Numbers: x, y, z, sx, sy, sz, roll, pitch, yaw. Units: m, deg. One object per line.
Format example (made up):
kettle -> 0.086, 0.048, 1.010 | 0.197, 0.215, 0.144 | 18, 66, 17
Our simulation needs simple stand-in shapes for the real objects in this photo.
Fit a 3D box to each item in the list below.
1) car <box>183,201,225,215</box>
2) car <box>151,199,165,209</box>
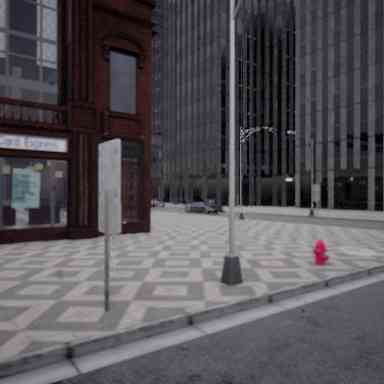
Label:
car -> 1.165, 1.716, 35.764 | 2.033, 1.411, 5.357 | 0, 0, -35
car -> -5.819, 1.748, 51.011 | 1.812, 1.442, 4.674 | 0, 0, -35
